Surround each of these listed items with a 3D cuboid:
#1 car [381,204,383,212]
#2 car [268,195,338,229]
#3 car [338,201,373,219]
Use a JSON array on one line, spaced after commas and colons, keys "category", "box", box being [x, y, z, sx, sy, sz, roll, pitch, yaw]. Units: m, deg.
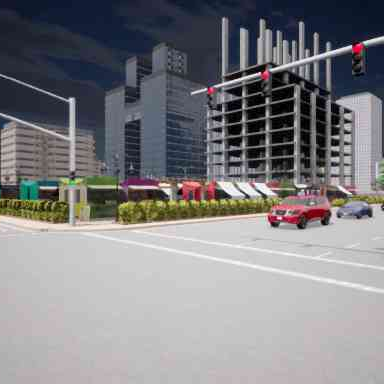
[{"category": "car", "box": [22.905, 1.600, 37.466, 4.718, 1.301, 1.895, 0, 0, -45]}, {"category": "car", "box": [7.226, 1.221, 21.934, 5.566, 2.045, 2.150, 0, 0, -45]}, {"category": "car", "box": [14.192, 1.526, 28.838, 4.674, 1.442, 1.812, 0, 0, -45]}]
